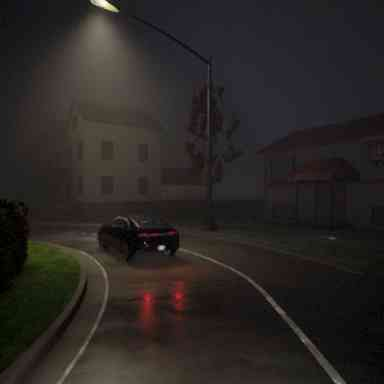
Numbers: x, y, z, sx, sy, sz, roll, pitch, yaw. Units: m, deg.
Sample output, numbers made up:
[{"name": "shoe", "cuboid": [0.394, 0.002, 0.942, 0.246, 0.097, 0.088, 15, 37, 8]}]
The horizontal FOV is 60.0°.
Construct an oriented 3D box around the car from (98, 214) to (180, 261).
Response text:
[{"name": "car", "cuboid": [-2.216, 1.617, 12.931, 2.128, 1.511, 4.902, 0, -1, -30]}]
